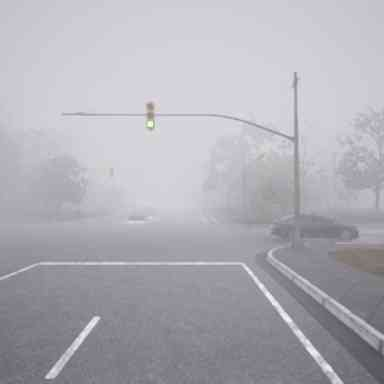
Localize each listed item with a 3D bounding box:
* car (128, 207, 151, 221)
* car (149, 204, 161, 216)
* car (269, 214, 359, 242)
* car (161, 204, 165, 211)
[{"bbox_3d":[-7.123,3.096,44.131,1.994,1.385,4.181,0,-2,0],"label":"car"},{"bbox_3d":[-7.121,3.274,56.835,2.128,1.511,4.902,0,0,0],"label":"car"},{"bbox_3d":[6.856,2.002,18.841,4.892,1.490,1.837,0,-2,-1],"label":"car"},{"bbox_3d":[-7.052,3.284,71.945,1.812,1.442,4.674,0,0,0],"label":"car"}]
